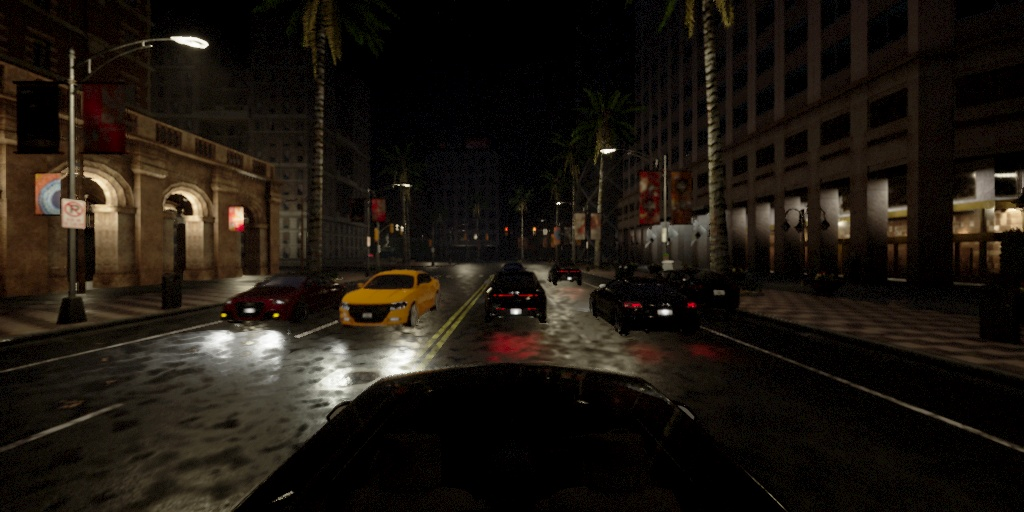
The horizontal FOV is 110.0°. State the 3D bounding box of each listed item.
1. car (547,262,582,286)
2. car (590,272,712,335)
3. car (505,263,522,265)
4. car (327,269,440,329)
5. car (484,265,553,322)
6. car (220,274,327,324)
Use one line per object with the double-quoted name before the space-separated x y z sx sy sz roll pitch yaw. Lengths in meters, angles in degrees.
"car" 3.590 1.182 24.829 1.837 1.490 4.892 0 -1 0
"car" 3.605 1.288 10.450 1.994 1.385 4.181 0 0 0
"car" 0.090 1.204 25.423 1.812 1.442 4.674 0 0 -2
"car" -3.589 1.198 11.399 1.882 1.535 5.008 0 0 0
"car" 0.104 1.225 12.113 1.837 1.490 4.892 0 1 0
"car" -7.087 1.283 11.670 1.994 1.385 4.181 0 0 0
